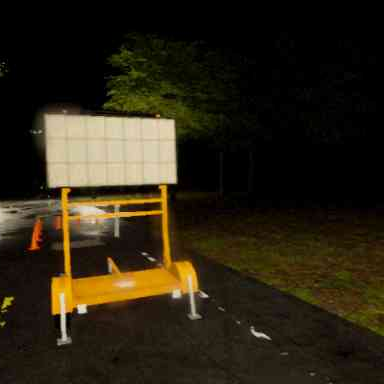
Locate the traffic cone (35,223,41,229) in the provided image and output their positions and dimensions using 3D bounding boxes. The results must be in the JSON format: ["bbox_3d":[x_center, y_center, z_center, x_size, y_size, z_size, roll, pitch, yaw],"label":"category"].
[{"bbox_3d":[-6.507,1.733,13.892,0.340,0.580,0.340,-3,2,-23],"label":"traffic cone"}]

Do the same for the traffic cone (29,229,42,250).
[{"bbox_3d":[-5.714,1.762,12.057,0.340,0.580,0.340,-3,2,-23],"label":"traffic cone"}]

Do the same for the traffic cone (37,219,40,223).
[{"bbox_3d":[-7.301,1.705,15.728,0.340,0.580,0.340,-3,2,-23],"label":"traffic cone"}]

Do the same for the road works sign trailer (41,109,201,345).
[{"bbox_3d":[-1.452,0.303,6.342,2.380,3.560,2.880,-3,2,-21],"label":"road works sign trailer"}]
